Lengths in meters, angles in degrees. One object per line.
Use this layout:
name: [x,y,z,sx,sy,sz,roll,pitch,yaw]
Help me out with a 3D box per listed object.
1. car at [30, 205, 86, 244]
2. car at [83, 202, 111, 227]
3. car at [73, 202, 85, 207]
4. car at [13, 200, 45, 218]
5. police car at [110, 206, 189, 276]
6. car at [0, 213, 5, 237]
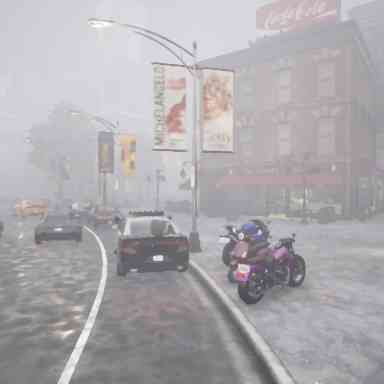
car: [-6.400,1.568,15.985,1.994,1.385,4.181,0,0,-22]
car: [-6.003,1.590,22.679,1.895,1.301,4.718,0,0,-25]
car: [-9.033,1.512,27.542,2.002,1.452,4.674,0,0,-35]
car: [-14.799,1.472,30.249,1.882,1.535,5.008,0,0,-39]
police car: [-1.489,1.423,10.681,1.930,1.638,5.238,0,0,-15]
car: [-9.653,1.555,14.694,2.033,1.411,5.357,0,0,-22]
